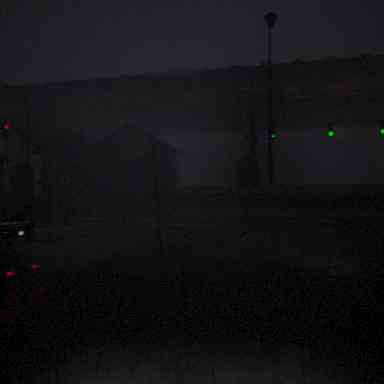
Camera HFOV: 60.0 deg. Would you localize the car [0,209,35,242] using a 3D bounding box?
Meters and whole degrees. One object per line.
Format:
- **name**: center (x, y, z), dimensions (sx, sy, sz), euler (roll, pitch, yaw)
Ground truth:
- **car**: center (-9.126, 1.495, 14.931), dimensions (4.902, 1.511, 2.128), euler (0, 0, 31)
